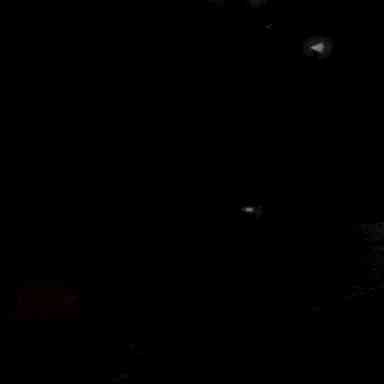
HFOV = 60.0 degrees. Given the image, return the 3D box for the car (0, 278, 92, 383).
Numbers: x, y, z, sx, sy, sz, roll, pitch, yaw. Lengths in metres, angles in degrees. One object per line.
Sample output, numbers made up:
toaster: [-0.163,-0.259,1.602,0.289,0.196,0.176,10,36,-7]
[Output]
car: [-3.605,1.531,3.500,4.829,1.417,1.752,0,2,-35]
